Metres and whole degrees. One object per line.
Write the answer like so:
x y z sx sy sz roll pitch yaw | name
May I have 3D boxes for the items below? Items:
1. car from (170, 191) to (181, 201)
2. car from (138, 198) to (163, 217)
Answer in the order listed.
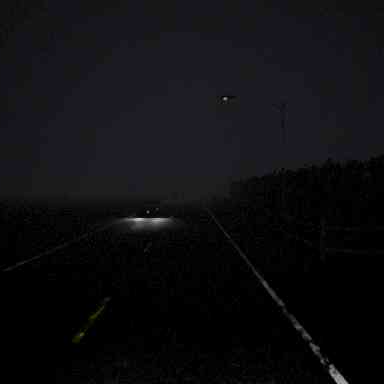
-3.461 0.819 70.443 2.150 2.045 5.566 0 0 0 | car
-3.582 1.351 29.388 1.837 1.490 4.892 0 0 0 | car
